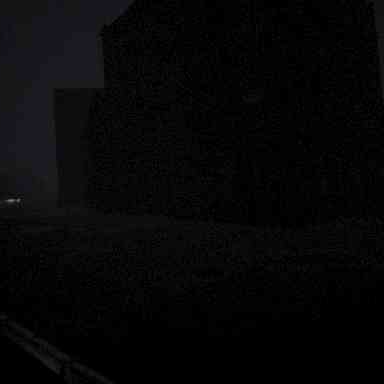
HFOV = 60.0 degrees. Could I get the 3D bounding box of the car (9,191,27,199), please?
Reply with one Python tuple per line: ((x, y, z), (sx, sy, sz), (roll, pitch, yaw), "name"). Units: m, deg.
((-32.701, 0.552, 62.454), (1.895, 1.301, 4.718), (-3, 3, -12), "car")
